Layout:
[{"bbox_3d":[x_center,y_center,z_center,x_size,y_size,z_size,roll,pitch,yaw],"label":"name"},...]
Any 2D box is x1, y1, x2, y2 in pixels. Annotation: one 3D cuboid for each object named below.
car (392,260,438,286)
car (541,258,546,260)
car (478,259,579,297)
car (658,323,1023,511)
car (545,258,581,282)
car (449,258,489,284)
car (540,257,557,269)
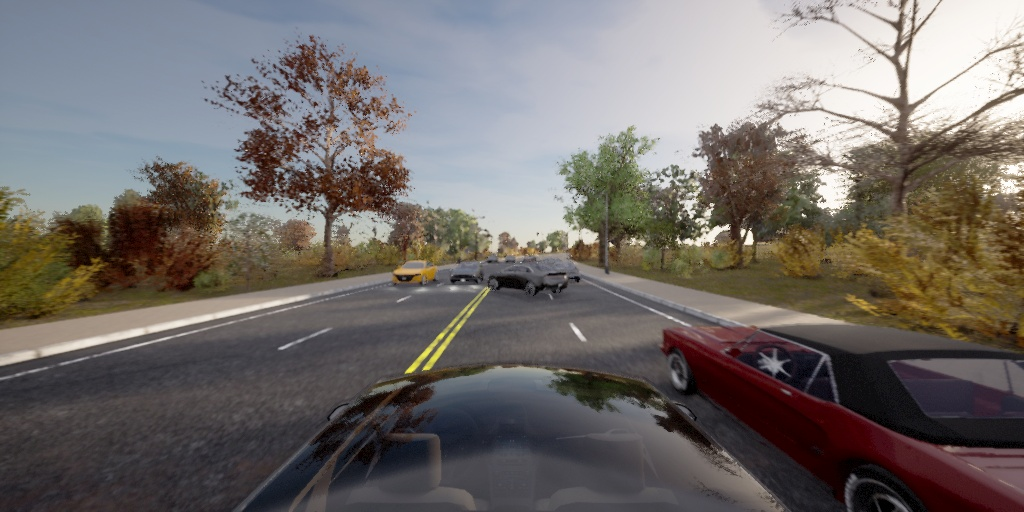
[{"bbox_3d":[-6.219,1.032,23.469,1.882,1.535,5.008,0,1,2],"label":"car"},{"bbox_3d":[4.133,0.934,36.323,2.128,1.511,4.902,0,1,3],"label":"car"},{"bbox_3d":[0.657,1.104,18.010,2.128,1.511,4.902,0,1,-39],"label":"car"},{"bbox_3d":[3.248,1.339,3.597,1.895,1.301,4.718,0,0,0],"label":"car"},{"bbox_3d":[3.669,1.094,25.409,2.033,1.411,5.357,0,1,2],"label":"car"},{"bbox_3d":[-2.937,1.093,24.766,2.033,1.411,5.357,0,1,2],"label":"car"},{"bbox_3d":[4.767,0.896,47.229,1.994,1.385,4.181,0,1,4],"label":"car"}]
